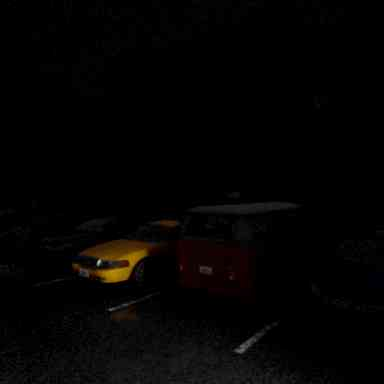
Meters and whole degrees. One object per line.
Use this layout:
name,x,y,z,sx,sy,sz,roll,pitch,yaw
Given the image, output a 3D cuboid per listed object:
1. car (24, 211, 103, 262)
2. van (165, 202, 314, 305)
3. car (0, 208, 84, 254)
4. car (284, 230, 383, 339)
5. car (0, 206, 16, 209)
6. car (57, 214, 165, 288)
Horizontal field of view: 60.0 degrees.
car,-2.862,1.514,11.425,2.002,1.452,4.674,0,0,38
van,1.560,1.259,8.220,1.878,1.987,4.442,0,0,37
car,-5.034,1.496,13.082,2.163,1.488,4.792,0,0,39
car,3.676,1.527,6.518,2.002,1.452,4.674,0,0,36
car,-7.130,1.485,14.830,2.163,1.488,4.792,0,0,39
car,-0.809,1.477,9.617,1.946,1.575,5.366,0,0,37
